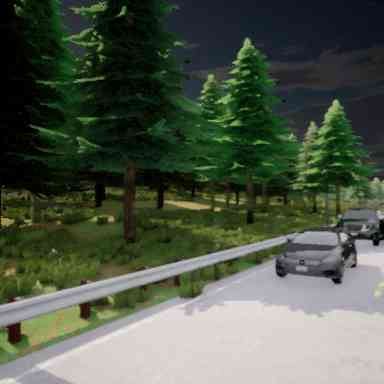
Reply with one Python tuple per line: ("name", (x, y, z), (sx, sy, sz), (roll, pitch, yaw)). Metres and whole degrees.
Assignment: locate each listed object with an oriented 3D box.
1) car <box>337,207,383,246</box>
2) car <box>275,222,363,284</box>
("car", (10.128, 1.952, 19.804), (2.150, 2.045, 5.566), (-2, -3, 35))
("car", (4.319, 1.933, 11.130), (1.812, 1.442, 4.674), (-2, -3, 34))
